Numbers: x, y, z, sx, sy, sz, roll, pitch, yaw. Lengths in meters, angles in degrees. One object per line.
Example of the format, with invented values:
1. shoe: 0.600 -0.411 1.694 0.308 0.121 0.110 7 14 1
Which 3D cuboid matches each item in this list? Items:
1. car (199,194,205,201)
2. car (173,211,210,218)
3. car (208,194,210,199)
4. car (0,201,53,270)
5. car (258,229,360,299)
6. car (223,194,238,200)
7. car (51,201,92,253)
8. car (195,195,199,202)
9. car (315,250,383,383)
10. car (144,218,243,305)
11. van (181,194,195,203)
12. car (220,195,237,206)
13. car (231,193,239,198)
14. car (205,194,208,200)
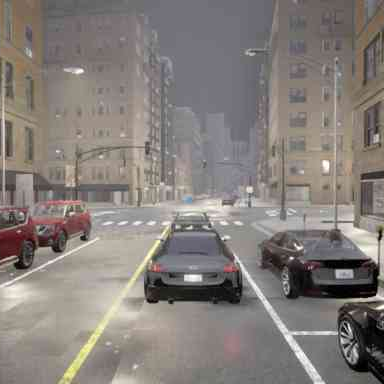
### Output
1. car: 1.416 1.398 80.918 1.752 1.417 4.829 0 0 9
2. car: -0.023 1.594 16.979 1.895 1.301 4.718 0 0 0
3. car: 3.123 1.301 91.951 1.967 1.590 4.097 0 0 9
4. car: -5.687 1.312 8.260 2.192 1.841 5.009 -1 0 0
5. car: 2.841 1.563 8.282 1.947 1.339 4.313 -1 0 0
6. car: 7.345 1.482 63.486 1.947 1.339 4.313 0 0 9
7. car: -5.696 1.310 13.768 2.192 1.841 5.009 -1 0 0
8. car: -0.240 1.330 70.222 1.967 1.590 4.097 0 0 9
9. car: 2.851 1.565 2.775 1.947 1.339 4.313 -1 0 0
10. car: 0.038 1.561 8.165 1.994 1.385 4.181 0 0 0
11. van: -1.081 1.243 64.789 1.690 1.788 3.998 0 0 9
12. car: 5.663 1.508 52.622 1.947 1.339 4.313 0 0 9
13. car: 10.706 1.194 85.214 2.192 1.841 5.009 0 0 9
14. car: 2.283 1.447 86.518 1.802 1.307 4.206 0 0 9
